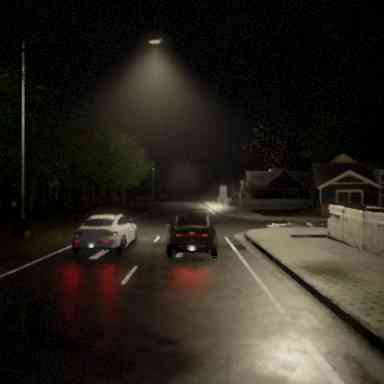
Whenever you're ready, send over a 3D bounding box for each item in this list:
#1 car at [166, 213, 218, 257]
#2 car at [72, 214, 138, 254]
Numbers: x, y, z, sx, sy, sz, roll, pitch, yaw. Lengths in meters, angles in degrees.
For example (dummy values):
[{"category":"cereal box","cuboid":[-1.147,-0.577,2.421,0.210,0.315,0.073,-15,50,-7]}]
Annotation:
[{"category":"car","cuboid":[0.016,1.606,13.460,1.837,1.490,4.892,0,0,0]},{"category":"car","cuboid":[-3.482,1.626,13.860,1.812,1.442,4.674,0,0,0]}]
